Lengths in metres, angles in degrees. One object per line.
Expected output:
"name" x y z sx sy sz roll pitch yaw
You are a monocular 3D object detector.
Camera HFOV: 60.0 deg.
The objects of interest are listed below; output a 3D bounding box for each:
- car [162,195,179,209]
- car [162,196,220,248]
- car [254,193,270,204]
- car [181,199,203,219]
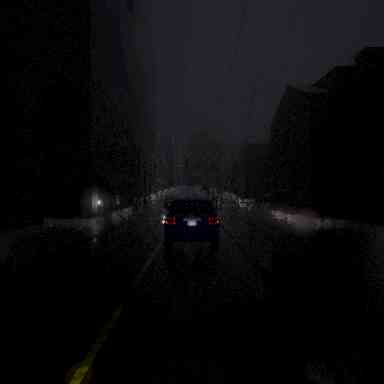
"car" -2.749 1.260 43.644 1.837 1.490 4.892 0 1 0
"car" 0.001 1.218 14.679 2.150 2.045 5.566 0 0 0
"car" 12.715 1.003 53.890 5.009 1.841 2.192 1 0 0
"car" 0.001 1.402 29.650 1.837 1.490 4.892 0 1 0
